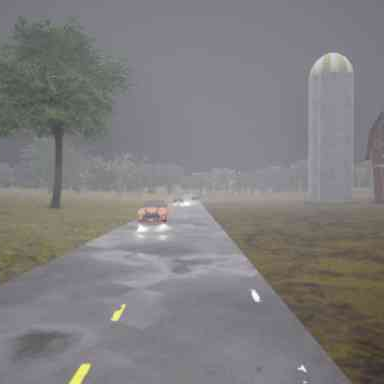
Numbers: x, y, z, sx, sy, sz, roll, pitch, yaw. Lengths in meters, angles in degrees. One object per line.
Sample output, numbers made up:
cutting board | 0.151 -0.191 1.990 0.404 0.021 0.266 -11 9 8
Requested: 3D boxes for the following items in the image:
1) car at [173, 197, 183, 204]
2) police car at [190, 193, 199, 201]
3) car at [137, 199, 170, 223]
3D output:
car | -2.744 1.604 67.397 1.994 1.385 4.181 0 0 0
police car | 0.838 1.459 88.734 1.930 1.638 5.238 0 0 0
car | -2.844 1.375 25.377 2.097 1.767 4.553 0 0 0
